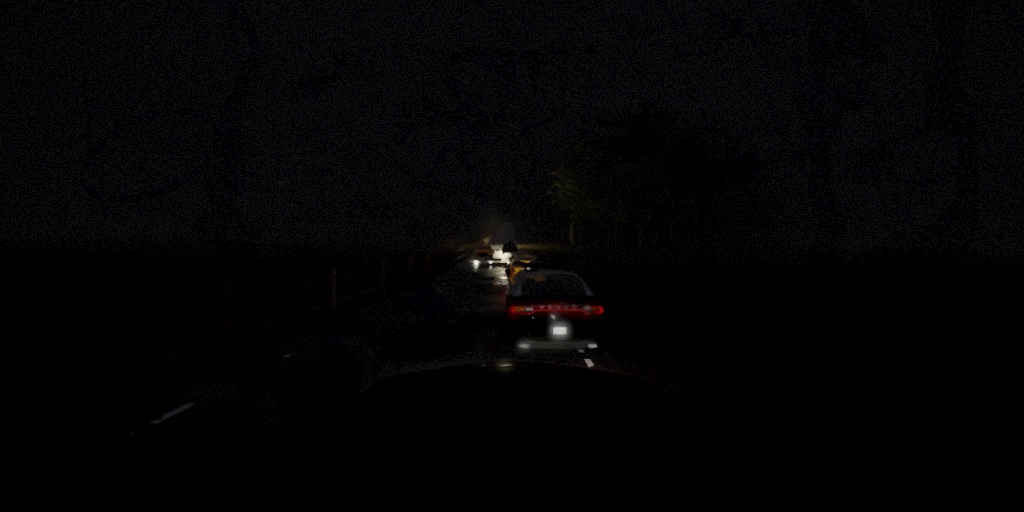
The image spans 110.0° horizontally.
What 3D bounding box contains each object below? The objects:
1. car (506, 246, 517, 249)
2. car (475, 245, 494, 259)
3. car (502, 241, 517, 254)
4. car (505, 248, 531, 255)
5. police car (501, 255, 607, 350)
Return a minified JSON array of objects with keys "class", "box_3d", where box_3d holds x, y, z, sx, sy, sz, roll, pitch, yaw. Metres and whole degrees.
[{"class":"car","box_3d":[0.656,0.327,24.626,1.801,1.575,5.366,0,3,0]},{"class":"car","box_3d":[-3.125,-0.507,40.722,1.882,1.535,5.008,0,3,0]},{"class":"car","box_3d":[-0.309,-1.281,51.716,2.097,1.767,4.553,0,4,0]},{"class":"car","box_3d":[0.701,0.598,18.632,1.801,1.575,5.366,0,2,0]},{"class":"police car","box_3d":[0.777,0.956,8.561,1.930,1.638,5.238,0,2,0]}]
